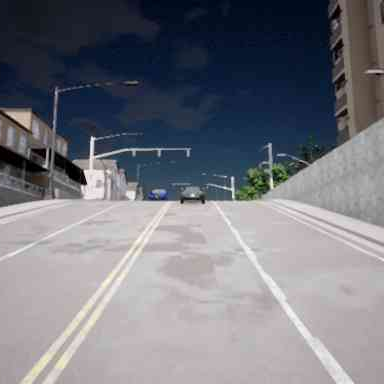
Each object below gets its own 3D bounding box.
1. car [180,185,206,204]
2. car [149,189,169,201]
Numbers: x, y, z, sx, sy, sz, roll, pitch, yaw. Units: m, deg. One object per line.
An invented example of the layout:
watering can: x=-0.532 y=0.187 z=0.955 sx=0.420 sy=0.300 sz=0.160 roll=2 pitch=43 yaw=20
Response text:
car: x=0.068 y=0.162 z=26.626 sx=1.994 sy=1.385 sz=4.181 roll=0 pitch=1 yaw=0
car: x=-3.519 y=0.420 z=36.038 sx=1.882 sy=1.535 sz=5.008 roll=0 pitch=-4 yaw=0
